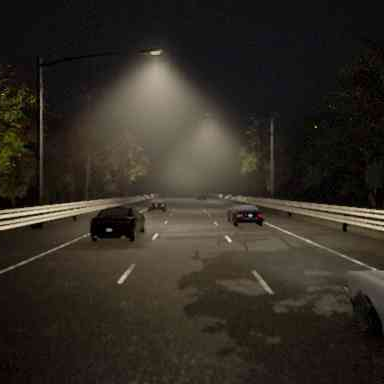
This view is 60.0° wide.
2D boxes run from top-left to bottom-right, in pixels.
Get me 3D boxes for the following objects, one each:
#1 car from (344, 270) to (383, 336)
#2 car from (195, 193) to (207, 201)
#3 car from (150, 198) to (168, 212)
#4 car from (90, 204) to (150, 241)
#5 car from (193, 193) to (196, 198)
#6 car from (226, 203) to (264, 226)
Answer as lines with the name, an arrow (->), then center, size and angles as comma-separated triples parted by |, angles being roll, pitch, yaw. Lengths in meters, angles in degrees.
car -> 3.593, 1.588, 3.698 | 1.895, 1.301, 4.718 | 0, 0, 0
car -> 2.333, 1.175, 76.915 | 1.882, 1.535, 5.008 | 0, 0, -2
car -> -3.674, 1.414, 36.573 | 2.033, 1.411, 5.357 | 0, 0, -1
car -> -3.462, 1.421, 16.283 | 1.882, 1.535, 5.008 | 0, 0, 0
car -> 1.978, 1.210, 87.947 | 1.994, 1.385, 4.181 | 0, 0, -2
car -> 3.492, 1.468, 22.545 | 2.033, 1.411, 5.357 | 0, 0, -1
